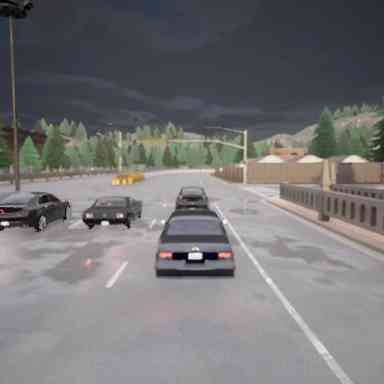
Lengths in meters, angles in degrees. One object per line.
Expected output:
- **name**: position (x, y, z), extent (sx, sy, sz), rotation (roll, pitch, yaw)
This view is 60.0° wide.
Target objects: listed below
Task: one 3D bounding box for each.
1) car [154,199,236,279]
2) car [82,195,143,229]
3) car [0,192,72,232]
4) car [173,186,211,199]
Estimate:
- **car**: position (0.057, 1.186, 9.180), extent (2.033, 1.411, 5.357), rotation (0, 3, 0)
- **car**: position (-3.470, 0.800, 15.449), extent (1.895, 1.301, 4.718), rotation (0, 4, 0)
- **car**: position (-6.967, 0.752, 14.819), extent (1.837, 1.490, 4.892), rotation (0, 4, 0)
- **car**: position (0.011, 0.427, 19.185), extent (1.837, 1.490, 4.892), rotation (0, 5, 0)
